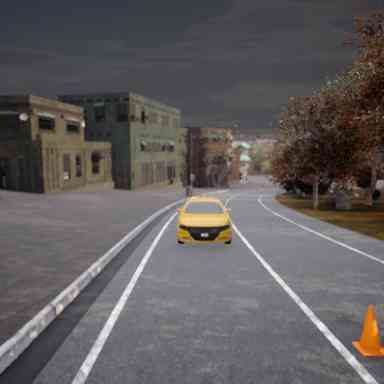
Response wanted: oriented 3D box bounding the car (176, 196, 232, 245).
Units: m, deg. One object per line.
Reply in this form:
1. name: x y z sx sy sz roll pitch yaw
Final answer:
1. car: 0.466 0.982 13.121 1.882 1.535 5.008 0 3 1
